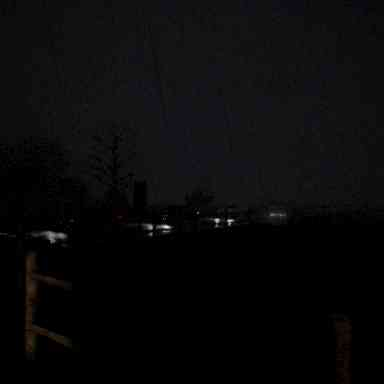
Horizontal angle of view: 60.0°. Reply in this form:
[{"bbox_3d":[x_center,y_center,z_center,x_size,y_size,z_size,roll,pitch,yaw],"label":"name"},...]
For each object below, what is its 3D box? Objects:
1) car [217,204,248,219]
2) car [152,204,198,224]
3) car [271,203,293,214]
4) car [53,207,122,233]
[{"bbox_3d":[4.427,2.028,35.980,1.812,1.442,4.674,2,0,36],"label":"car"},{"bbox_3d":[-1.335,1.797,27.920,1.837,1.490,4.892,2,0,35],"label":"car"},{"bbox_3d":[12.920,2.315,47.745,1.837,1.490,4.892,2,-1,36],"label":"car"},{"bbox_3d":[-6.411,1.669,20.823,1.994,1.385,4.181,2,0,35],"label":"car"}]
